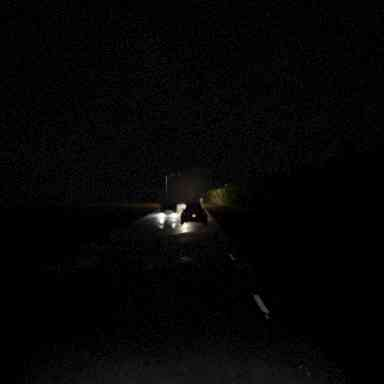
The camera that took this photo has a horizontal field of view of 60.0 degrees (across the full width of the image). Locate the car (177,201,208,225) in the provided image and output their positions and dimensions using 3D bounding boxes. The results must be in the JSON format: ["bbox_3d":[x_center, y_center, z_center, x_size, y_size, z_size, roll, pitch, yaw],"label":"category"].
[{"bbox_3d":[0.143,1.653,25.217,1.994,1.385,4.181,0,0,0],"label":"car"}]

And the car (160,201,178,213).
[{"bbox_3d":[-2.754,1.790,39.968,1.895,1.301,4.718,0,0,0],"label":"car"}]
